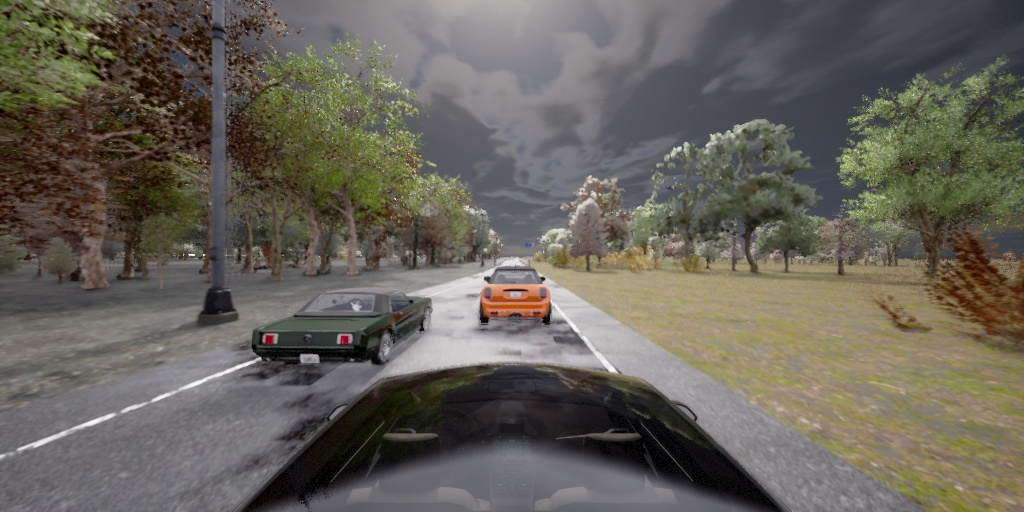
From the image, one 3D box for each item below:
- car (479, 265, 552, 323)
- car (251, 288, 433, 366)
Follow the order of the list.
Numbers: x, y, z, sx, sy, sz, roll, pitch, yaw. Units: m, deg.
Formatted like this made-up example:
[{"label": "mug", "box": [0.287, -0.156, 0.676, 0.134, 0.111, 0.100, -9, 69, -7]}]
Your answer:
[{"label": "car", "box": [0.099, 1.110, 12.225, 2.097, 1.767, 4.553, 0, 0, 0]}, {"label": "car", "box": [-3.170, 1.355, 7.957, 1.895, 1.301, 4.718, 0, 0, 2]}]
